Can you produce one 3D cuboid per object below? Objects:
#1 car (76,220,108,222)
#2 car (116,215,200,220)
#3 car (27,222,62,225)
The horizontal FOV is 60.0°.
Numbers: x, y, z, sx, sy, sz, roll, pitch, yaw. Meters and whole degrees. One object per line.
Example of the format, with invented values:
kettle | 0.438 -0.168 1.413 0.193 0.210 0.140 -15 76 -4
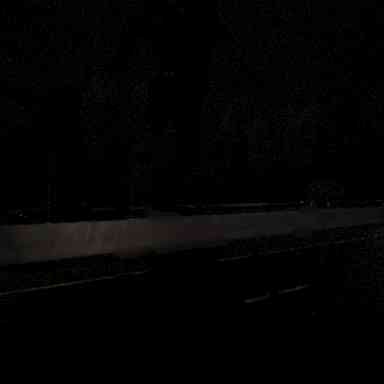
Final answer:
car | -5.247 1.612 21.740 4.718 1.301 1.895 0 0 -35
car | -1.810 1.491 19.881 5.008 1.535 1.882 0 0 -35
car | -9.380 1.486 23.089 5.008 1.535 1.882 0 0 -35
